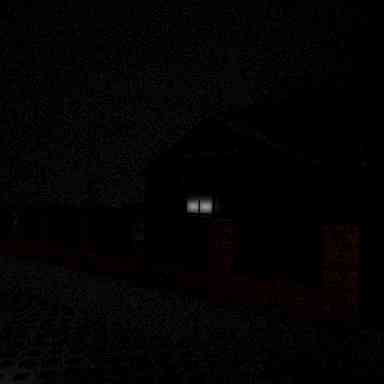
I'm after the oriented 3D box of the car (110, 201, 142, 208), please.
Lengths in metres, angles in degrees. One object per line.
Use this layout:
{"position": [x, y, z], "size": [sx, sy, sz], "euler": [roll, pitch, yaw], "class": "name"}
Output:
{"position": [-6.077, 1.628, 29.032], "size": [2.097, 1.767, 4.553], "euler": [-1, -1, 35], "class": "car"}
